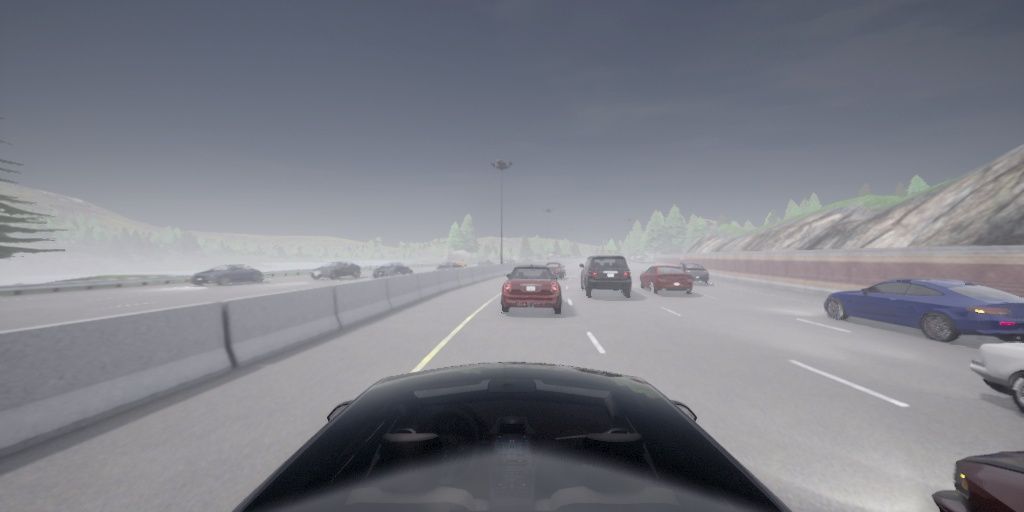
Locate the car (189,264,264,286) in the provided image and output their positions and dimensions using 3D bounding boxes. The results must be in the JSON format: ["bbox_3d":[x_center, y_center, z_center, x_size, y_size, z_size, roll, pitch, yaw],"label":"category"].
[{"bbox_3d":[-19.248,1.263,24.395,1.994,1.385,4.181,0,0,8],"label":"car"}]

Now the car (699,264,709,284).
[{"bbox_3d":[13.401,1.290,27.366,2.128,1.511,4.902,0,0,11],"label":"car"}]

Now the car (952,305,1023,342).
[{"bbox_3d":[7.162,1.373,2.686,1.895,1.301,4.718,0,0,1],"label":"car"}]

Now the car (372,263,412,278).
[{"bbox_3d":[-10.773,1.291,32.401,1.994,1.385,4.181,0,0,12],"label":"car"}]

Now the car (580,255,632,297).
[{"bbox_3d":[4.891,0.992,19.189,2.150,2.045,5.566,0,0,7],"label":"car"}]

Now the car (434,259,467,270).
[{"bbox_3d":[-6.352,1.306,36.343,1.994,1.385,4.181,0,0,13],"label":"car"}]

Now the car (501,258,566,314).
[{"bbox_3d":[0.821,1.108,14.067,2.097,1.767,4.553,0,0,5],"label":"car"}]

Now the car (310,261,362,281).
[{"bbox_3d":[-14.743,1.206,30.282,2.128,1.511,4.902,0,0,11],"label":"car"}]

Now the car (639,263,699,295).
[{"bbox_3d":[8.623,1.260,20.455,1.882,1.535,5.008,0,0,8],"label":"car"}]

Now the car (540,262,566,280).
[{"bbox_3d":[3.819,1.297,32.720,1.812,1.442,4.674,0,0,13],"label":"car"}]

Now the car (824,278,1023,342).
[{"bbox_3d":[10.970,1.311,9.682,1.812,1.442,4.674,0,0,3],"label":"car"}]
